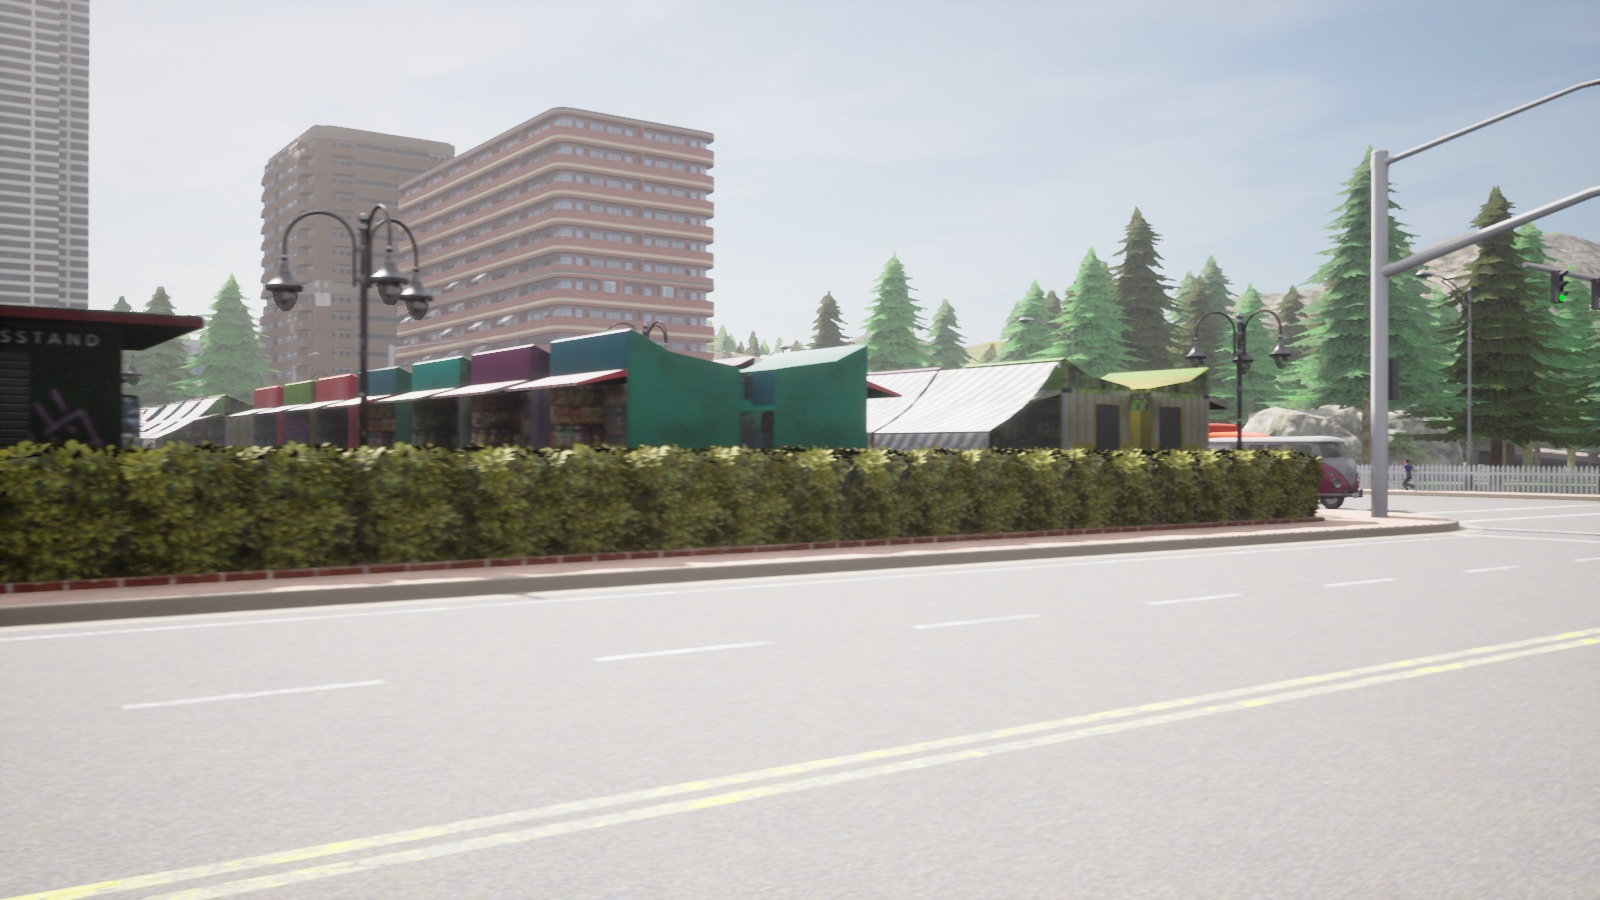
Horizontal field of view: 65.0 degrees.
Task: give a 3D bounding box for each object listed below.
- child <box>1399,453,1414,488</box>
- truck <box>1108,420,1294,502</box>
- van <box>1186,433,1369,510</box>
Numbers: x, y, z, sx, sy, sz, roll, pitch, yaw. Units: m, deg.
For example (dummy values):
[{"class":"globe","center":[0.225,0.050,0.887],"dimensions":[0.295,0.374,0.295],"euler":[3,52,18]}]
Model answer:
[{"class":"child","center":[22.409,0.750,46.401],"dimensions":[0.270,1.263,0.437],"euler":[0,0,-36]},{"class":"truck","center":[12.910,0.331,40.763],"dimensions":[2.627,2.467,5.204],"euler":[0,0,-36]},{"class":"van","center":[13.072,0.555,34.628],"dimensions":[1.775,1.987,4.442],"euler":[0,0,-36]}]
